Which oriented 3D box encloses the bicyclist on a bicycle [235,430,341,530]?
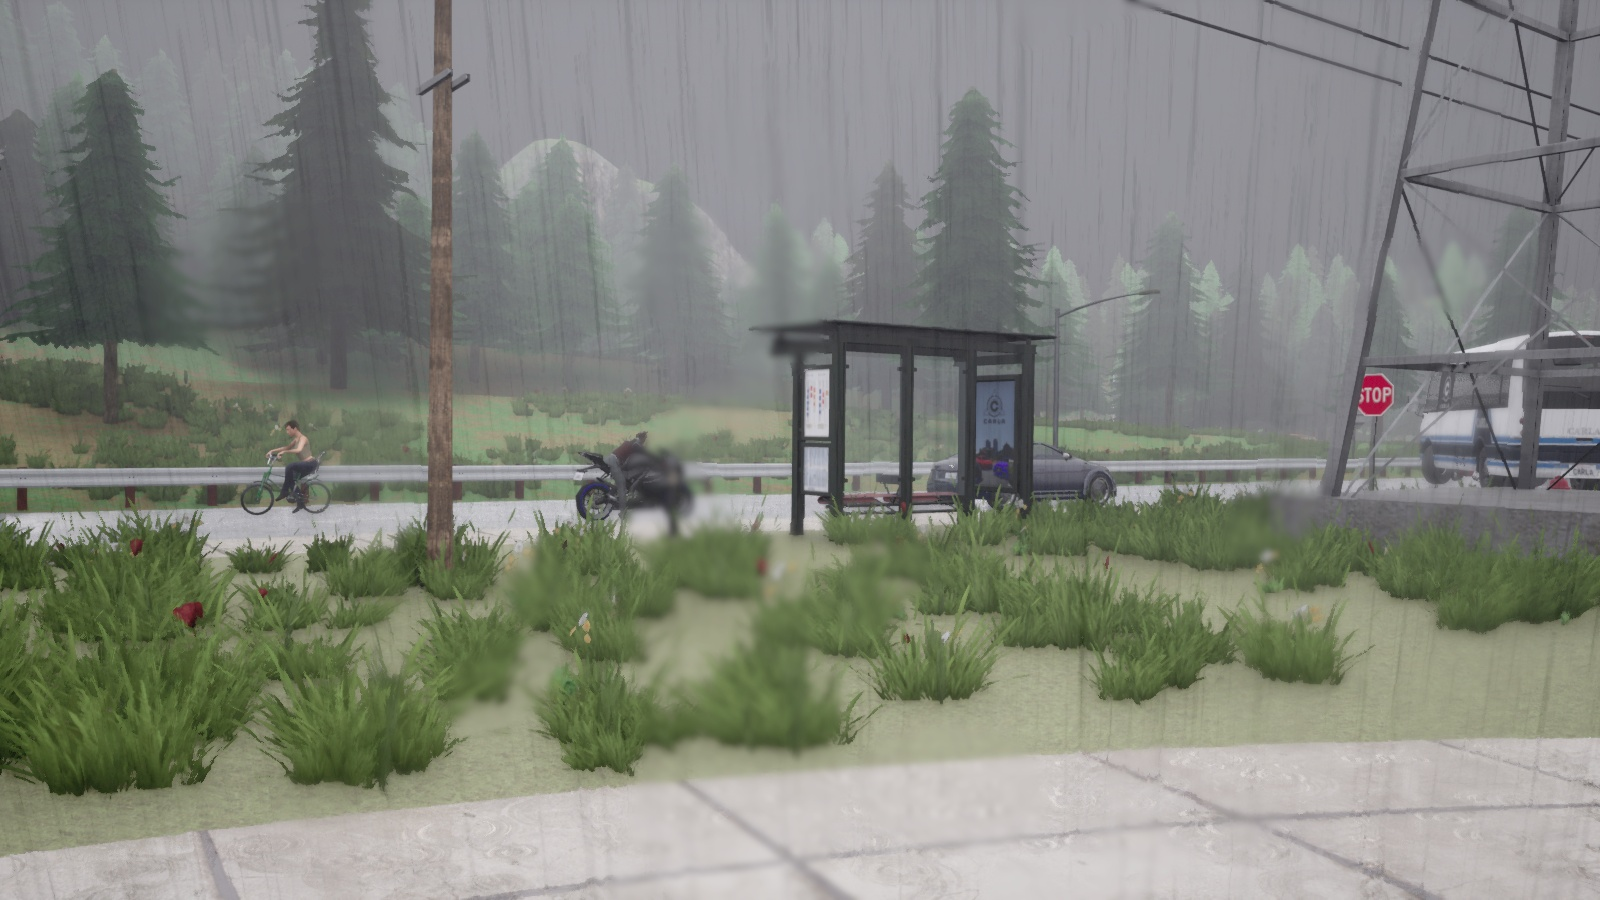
[{"bbox_3d":[-8.697,0.481,21.338,1.509,1.612,0.866,-1,1,-34],"label":"bicyclist on a bicycle"}]

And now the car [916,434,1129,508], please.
[{"bbox_3d":[4.695,0.383,26.325,4.181,1.385,1.994,-1,1,-34],"label":"car"}]

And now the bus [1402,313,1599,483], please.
[{"bbox_3d":[20.869,-1.400,36.621,3.944,4.253,10.273,0,1,14],"label":"bus"}]

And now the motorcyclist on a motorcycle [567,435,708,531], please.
[{"bbox_3d":[-2.729,0.518,21.208,2.191,1.530,0.866,-1,1,-35],"label":"motorcyclist on a motorcycle"}]

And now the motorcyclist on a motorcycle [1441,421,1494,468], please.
[{"bbox_3d":[22.955,-0.199,43.160,1.817,1.590,0.866,-1,1,-35],"label":"motorcyclist on a motorcycle"}]
